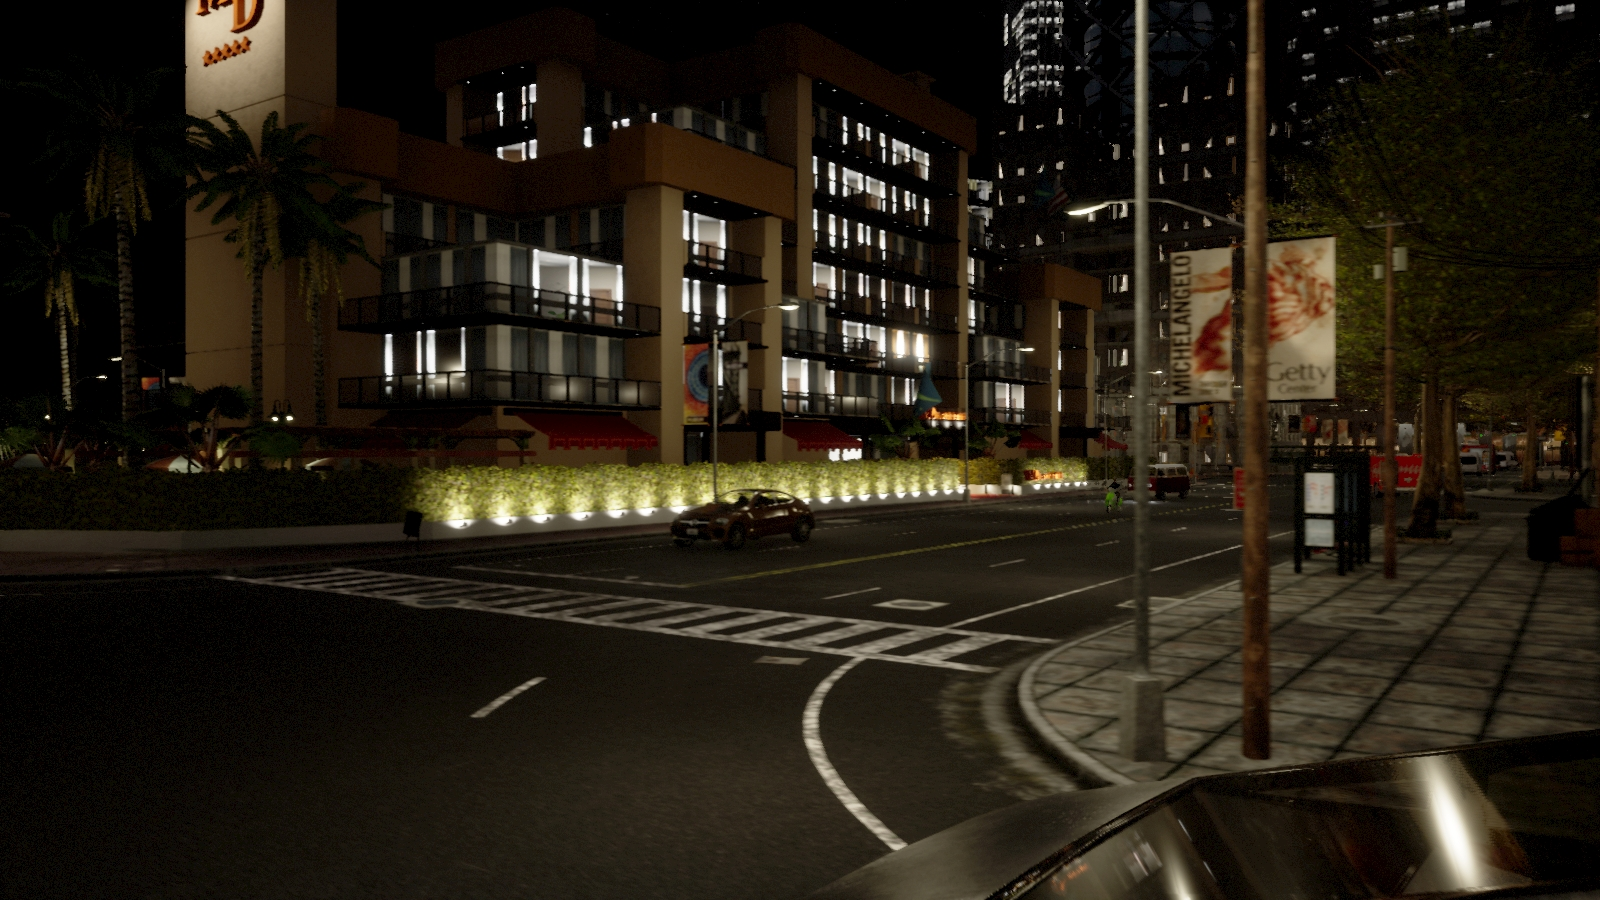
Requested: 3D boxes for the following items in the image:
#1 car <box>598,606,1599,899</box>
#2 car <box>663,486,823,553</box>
[{"bbox_3d":[2.609,1.753,2.262,6.274,2.098,2.390,0,0,39],"label":"car"},{"bbox_3d":[-1.596,1.991,34.001,2.152,1.651,5.027,0,0,35],"label":"car"}]
